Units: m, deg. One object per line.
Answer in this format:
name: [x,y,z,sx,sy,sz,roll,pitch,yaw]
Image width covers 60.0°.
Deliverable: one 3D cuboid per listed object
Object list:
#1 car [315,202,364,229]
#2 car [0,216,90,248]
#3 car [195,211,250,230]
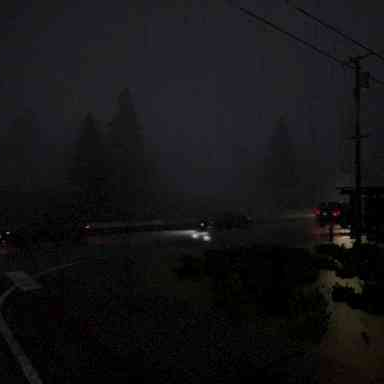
car: [12.438,1.856,27.478,5.566,2.045,2.150,1,-2,-38]
car: [-7.277,1.893,16.553,4.181,1.385,1.994,1,-2,-40]
car: [2.270,2.088,24.115,4.181,1.385,1.994,1,-1,-38]
